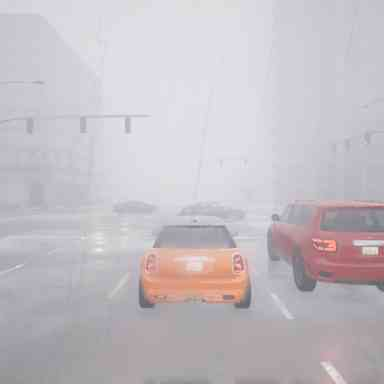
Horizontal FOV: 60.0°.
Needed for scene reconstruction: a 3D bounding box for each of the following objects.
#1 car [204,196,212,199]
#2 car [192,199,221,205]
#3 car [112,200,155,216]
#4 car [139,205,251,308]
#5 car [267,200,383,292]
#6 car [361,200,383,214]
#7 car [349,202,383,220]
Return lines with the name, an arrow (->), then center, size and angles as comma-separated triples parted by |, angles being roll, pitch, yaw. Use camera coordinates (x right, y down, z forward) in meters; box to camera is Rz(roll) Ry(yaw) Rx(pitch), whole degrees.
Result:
car -> 3.617, 1.524, 74.412 | 1.812, 1.442, 4.674 | 0, 0, 0
car -> 1.509, 1.491, 24.752 | 4.902, 1.511, 2.128 | 0, 0, 1
car -> -5.492, 1.526, 32.518 | 4.674, 1.442, 1.812 | 0, 0, -34
car -> 0.070, 1.352, 8.060 | 2.097, 1.767, 4.553 | 0, 0, 1
car -> 3.548, 1.221, 9.082 | 2.150, 2.045, 5.566 | 0, 0, 2
car -> 20.510, 1.564, 35.231 | 4.181, 1.385, 1.994 | 0, 0, 1
car -> 15.821, 1.564, 28.087 | 4.181, 1.385, 1.994 | 0, 0, 1
